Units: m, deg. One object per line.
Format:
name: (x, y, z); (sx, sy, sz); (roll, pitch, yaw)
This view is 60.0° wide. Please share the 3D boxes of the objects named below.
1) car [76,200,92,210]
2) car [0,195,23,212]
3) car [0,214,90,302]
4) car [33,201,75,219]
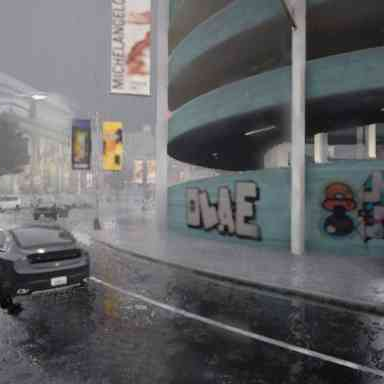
car: (-16.833, 1.895, 50.127); (1.994, 1.385, 4.181); (0, -1, 9)
car: (-22.211, 1.401, 38.681); (2.150, 2.045, 5.566); (0, 0, 8)
car: (-4.274, 1.553, 8.536); (1.837, 1.490, 4.892); (0, 0, -41)
car: (-12.118, 1.677, 28.974); (1.837, 1.490, 4.892); (0, -1, -3)
